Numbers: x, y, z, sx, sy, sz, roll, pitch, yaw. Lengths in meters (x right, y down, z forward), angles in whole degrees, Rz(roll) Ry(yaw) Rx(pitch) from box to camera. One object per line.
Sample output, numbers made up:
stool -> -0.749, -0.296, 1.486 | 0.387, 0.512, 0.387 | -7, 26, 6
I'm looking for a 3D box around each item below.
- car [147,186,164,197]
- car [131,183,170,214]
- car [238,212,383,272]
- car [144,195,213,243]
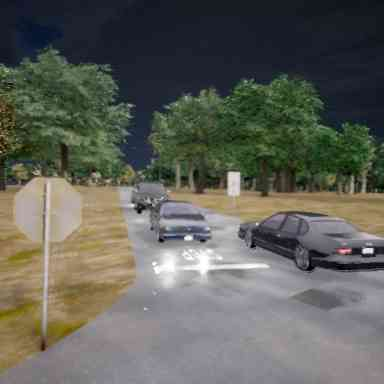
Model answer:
car -> -5.435, -0.099, 49.298 | 1.837, 1.490, 4.892 | 1, 2, -13
car -> -2.900, 0.407, 23.672 | 2.150, 2.045, 5.566 | 1, 2, -13
car -> 3.263, 1.297, 9.937 | 2.033, 1.411, 5.357 | 1, 2, -17
car -> -0.661, 1.075, 13.736 | 2.033, 1.411, 5.357 | 1, 2, -12
